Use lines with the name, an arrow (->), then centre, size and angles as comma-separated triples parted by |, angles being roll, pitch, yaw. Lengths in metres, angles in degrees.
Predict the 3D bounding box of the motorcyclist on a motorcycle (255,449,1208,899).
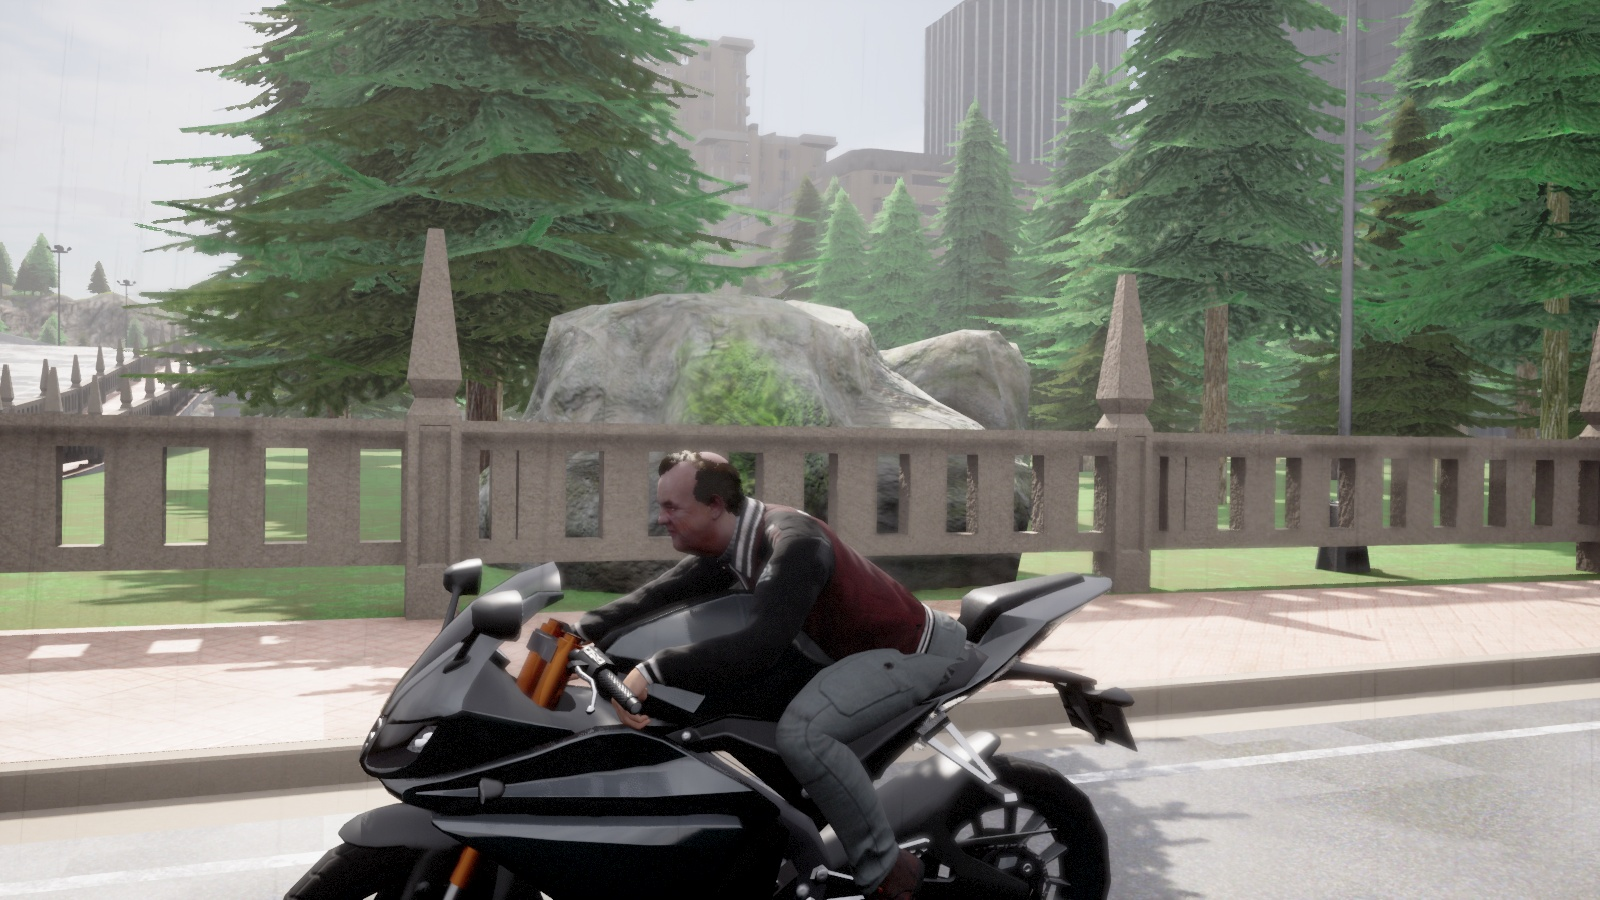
motorcyclist on a motorcycle -> -0.153, 0.783, 3.181 | 2.191, 1.530, 0.866 | -1, 1, -21
